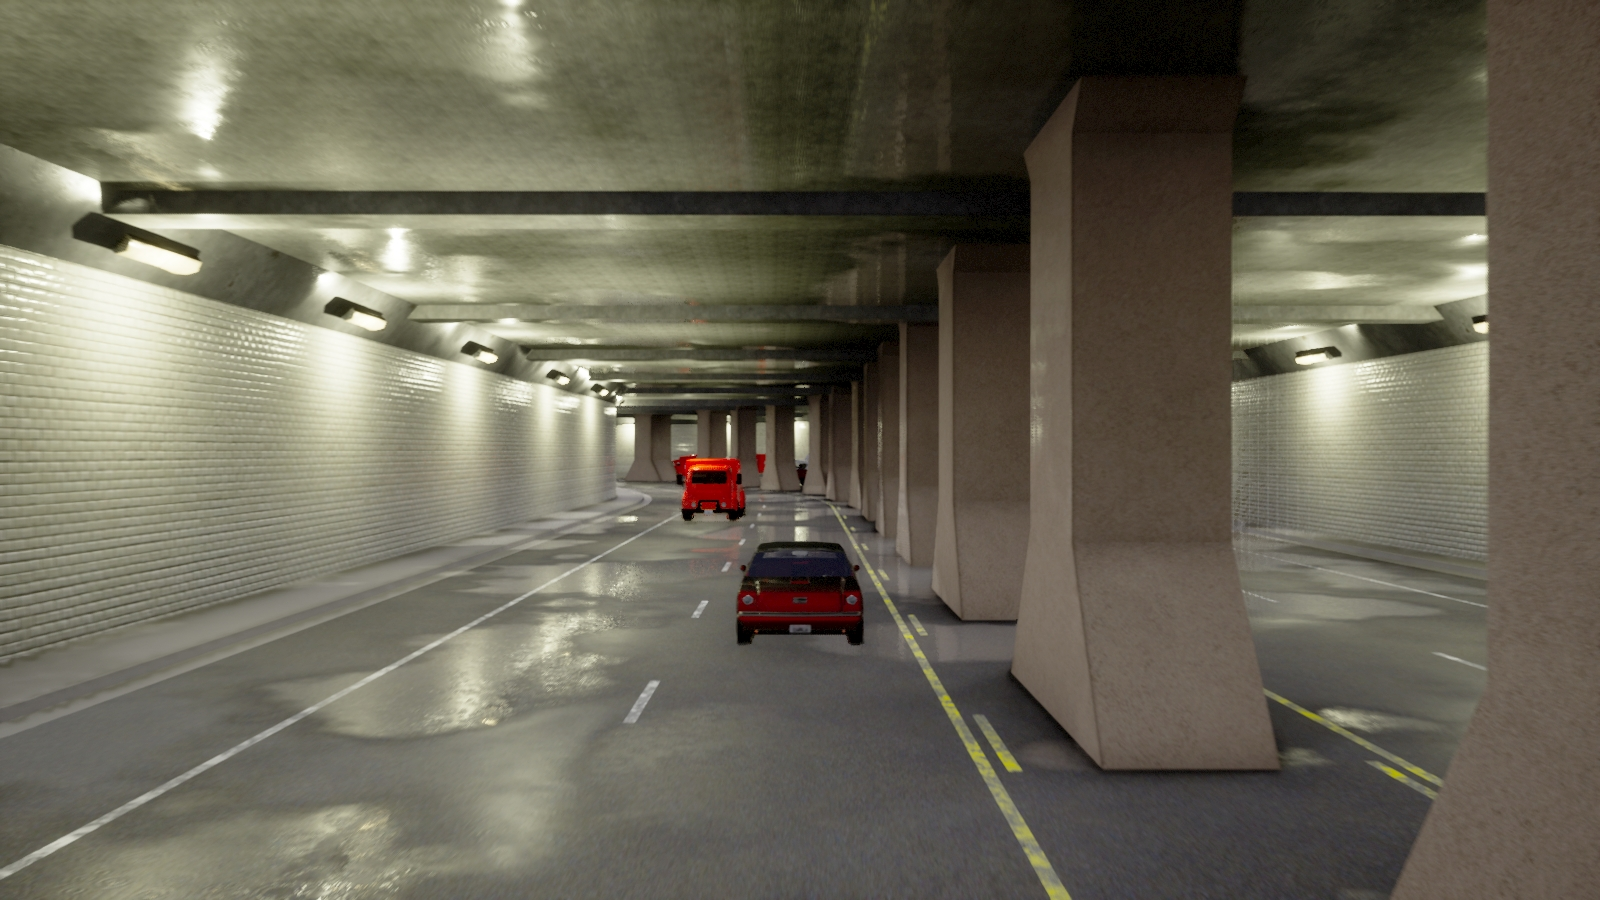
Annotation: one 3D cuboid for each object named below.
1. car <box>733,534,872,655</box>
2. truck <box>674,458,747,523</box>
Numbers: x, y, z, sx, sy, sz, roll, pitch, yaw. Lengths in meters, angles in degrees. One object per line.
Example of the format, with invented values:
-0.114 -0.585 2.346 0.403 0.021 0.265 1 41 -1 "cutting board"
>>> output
0.031 2.155 18.003 1.895 1.301 4.718 0 0 0 "car"
-3.549 1.568 46.425 2.627 2.467 5.204 0 0 -1 "truck"
